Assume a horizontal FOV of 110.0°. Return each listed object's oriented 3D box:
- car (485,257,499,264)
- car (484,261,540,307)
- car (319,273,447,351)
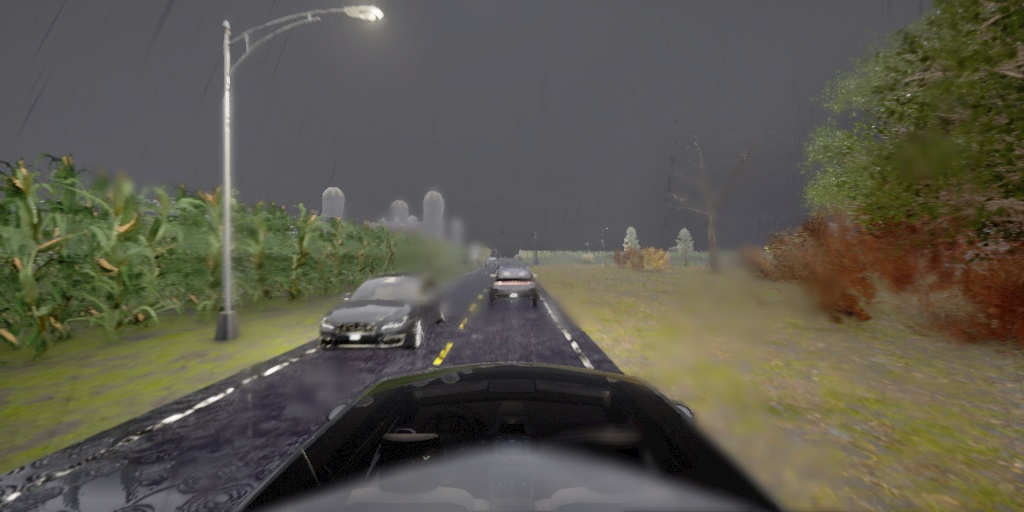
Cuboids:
[{"bbox_3d":[-2.760,0.901,51.143,1.812,1.442,4.674,0,0,0],"label":"car"},{"bbox_3d":[0.097,1.157,14.950,2.128,1.511,4.902,0,0,0],"label":"car"},{"bbox_3d":[-2.848,1.208,8.942,1.837,1.490,4.892,0,0,0],"label":"car"}]
